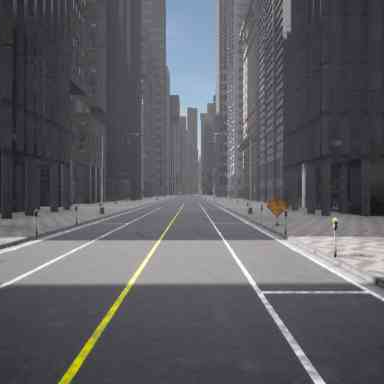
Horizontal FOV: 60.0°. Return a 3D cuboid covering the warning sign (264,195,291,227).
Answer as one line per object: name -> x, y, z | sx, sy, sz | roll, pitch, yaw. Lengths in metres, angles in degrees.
warning sign -> 5.066, 1.117, 19.750 | 1.300, 1.860, 1.060 | 0, 0, 0
